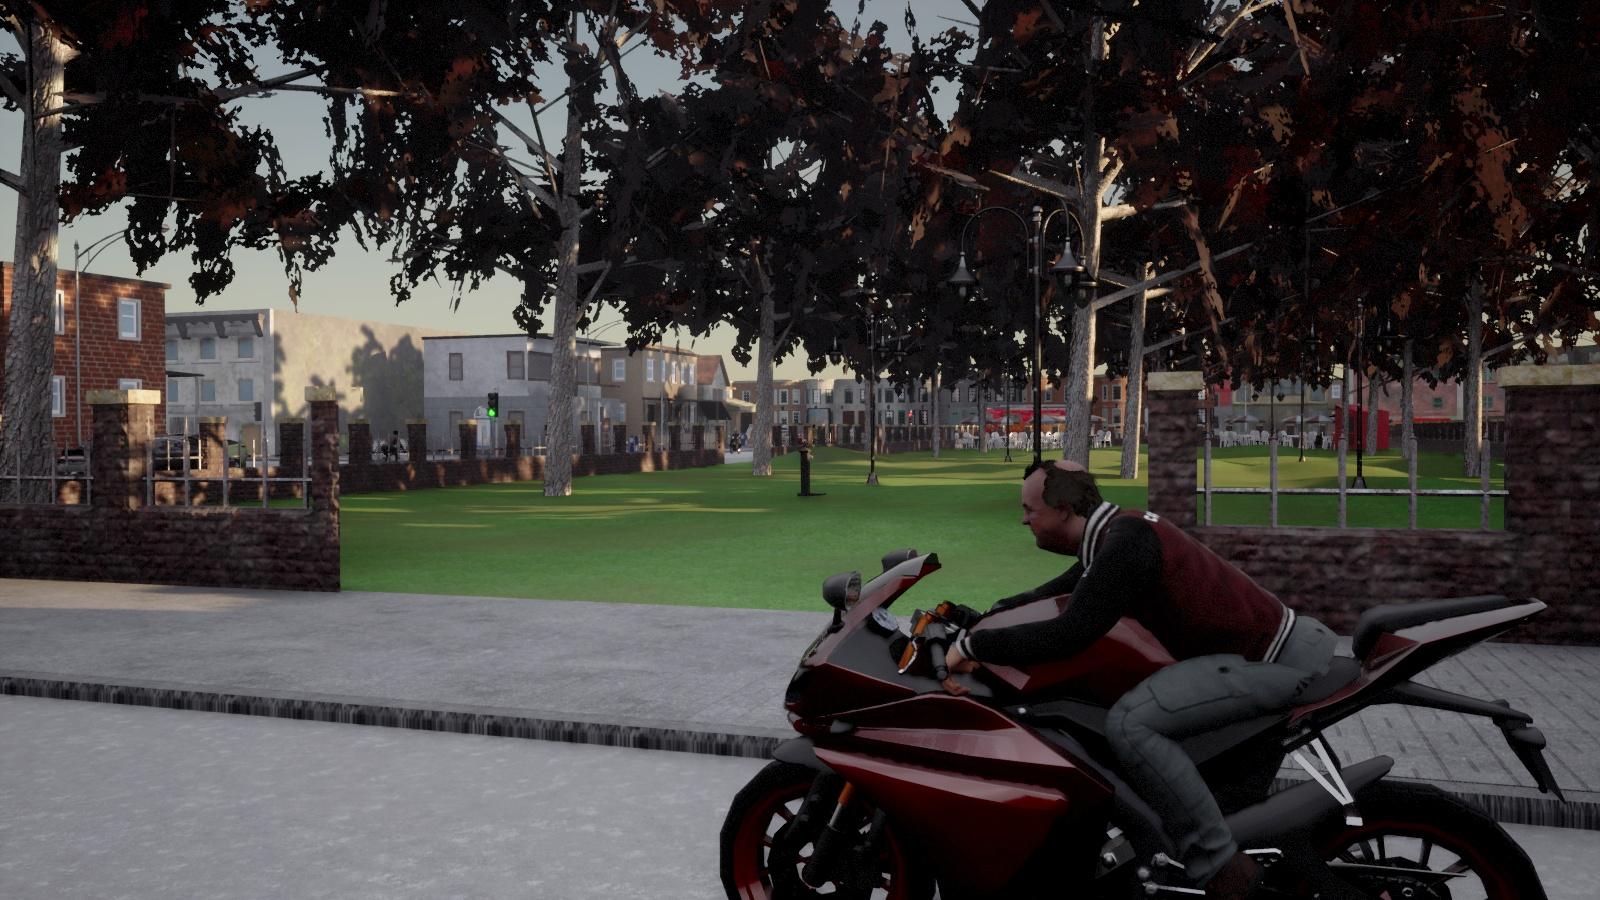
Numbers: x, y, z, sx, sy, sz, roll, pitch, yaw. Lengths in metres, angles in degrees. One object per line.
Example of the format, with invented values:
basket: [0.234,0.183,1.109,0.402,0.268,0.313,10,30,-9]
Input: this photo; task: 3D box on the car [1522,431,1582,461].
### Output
car: [44.169,-0.260,73.869,2.033,1.649,4.856,1,1,18]

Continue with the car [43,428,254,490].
car: [-17.178,0.183,33.431,2.128,1.511,4.902,1,1,18]

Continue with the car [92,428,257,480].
car: [-19.437,0.072,39.270,2.007,1.525,4.514,1,1,19]

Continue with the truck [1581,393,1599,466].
truck: [38.908,-0.940,58.127,2.891,3.462,7.936,1,1,18]

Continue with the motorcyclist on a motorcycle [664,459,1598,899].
motorcyclist on a motorcycle: [0.809,0.809,3.471,2.191,1.530,0.866,1,1,18]
